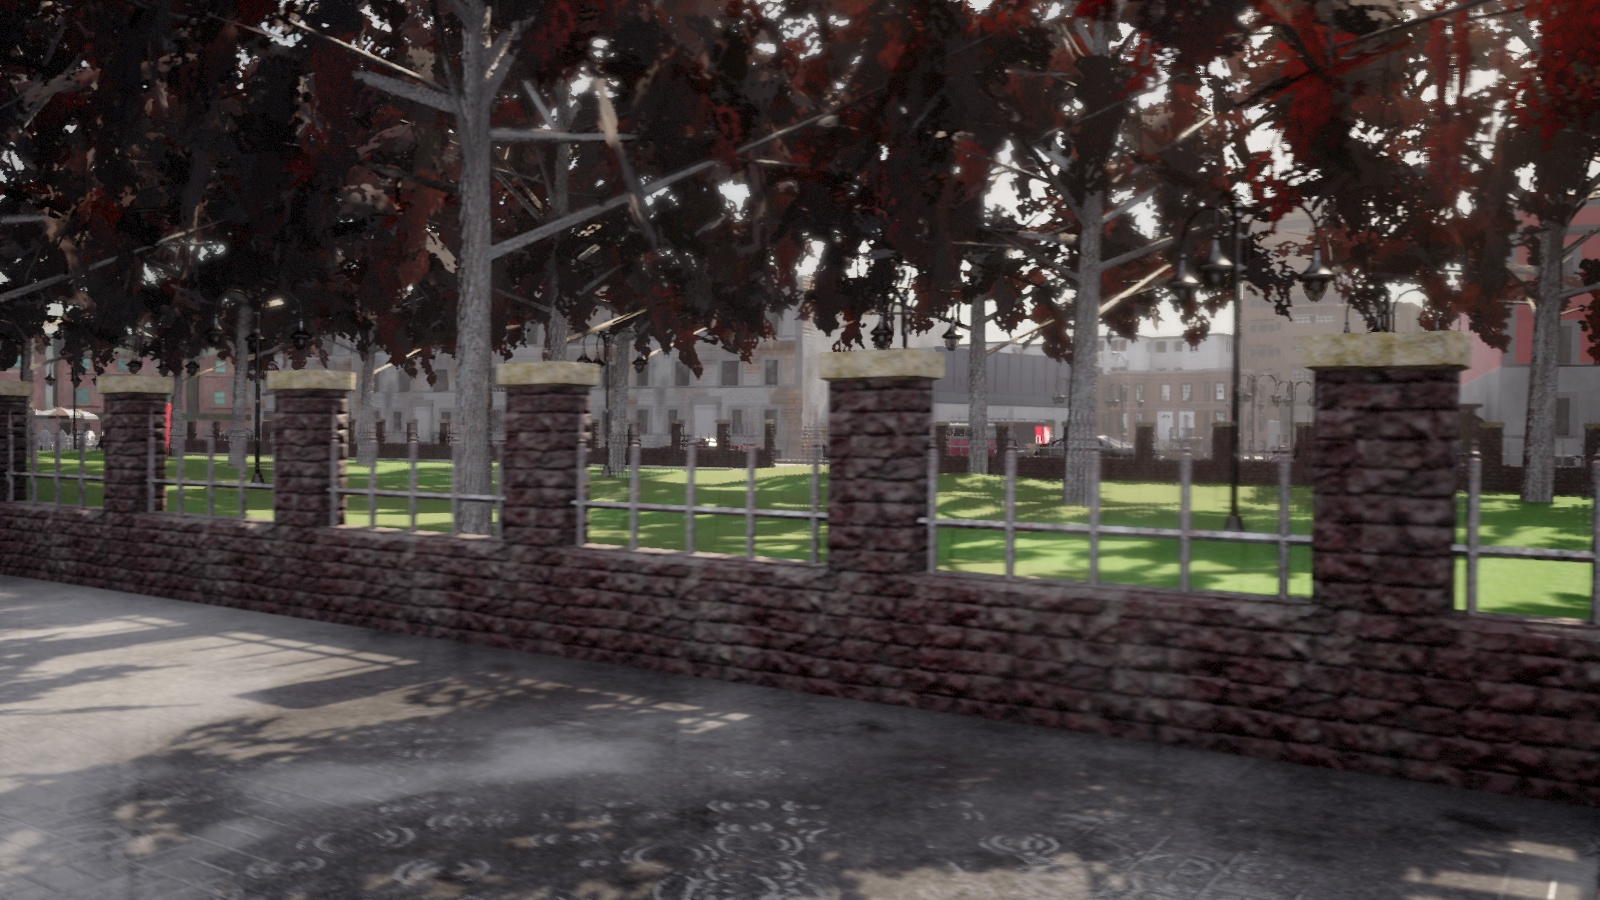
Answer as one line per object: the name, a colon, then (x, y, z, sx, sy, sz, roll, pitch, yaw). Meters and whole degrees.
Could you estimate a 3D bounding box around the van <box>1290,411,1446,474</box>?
van: (18.700, -0.245, 41.406, 4.442, 1.987, 1.775, 0, 1, 34)

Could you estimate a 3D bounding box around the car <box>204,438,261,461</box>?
car: (-38.039, -0.020, 84.186, 3.633, 1.501, 1.845, 0, 1, 33)

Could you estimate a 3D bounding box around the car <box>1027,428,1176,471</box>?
car: (11.126, -0.038, 46.489, 4.902, 1.511, 2.128, 0, 1, 34)

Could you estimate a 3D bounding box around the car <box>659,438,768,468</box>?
car: (-3.937, 0.113, 56.587, 4.718, 1.301, 1.895, 0, 1, 34)

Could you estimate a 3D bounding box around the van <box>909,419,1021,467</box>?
van: (7.078, -0.304, 54.013, 4.442, 1.987, 1.775, 0, 1, 34)
